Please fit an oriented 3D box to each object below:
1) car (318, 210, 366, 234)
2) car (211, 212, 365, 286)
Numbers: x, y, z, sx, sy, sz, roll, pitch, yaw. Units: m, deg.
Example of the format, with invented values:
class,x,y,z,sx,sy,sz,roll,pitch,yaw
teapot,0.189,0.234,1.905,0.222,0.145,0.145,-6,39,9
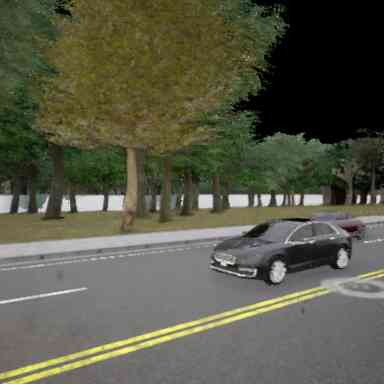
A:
class,x,y,z,sx,sy,sz,roll,pitch,yaw
car,6.784,1.628,16.529,4.181,1.385,1.994,0,0,-36
car,2.757,1.538,9.649,4.892,1.490,1.837,0,0,-36
